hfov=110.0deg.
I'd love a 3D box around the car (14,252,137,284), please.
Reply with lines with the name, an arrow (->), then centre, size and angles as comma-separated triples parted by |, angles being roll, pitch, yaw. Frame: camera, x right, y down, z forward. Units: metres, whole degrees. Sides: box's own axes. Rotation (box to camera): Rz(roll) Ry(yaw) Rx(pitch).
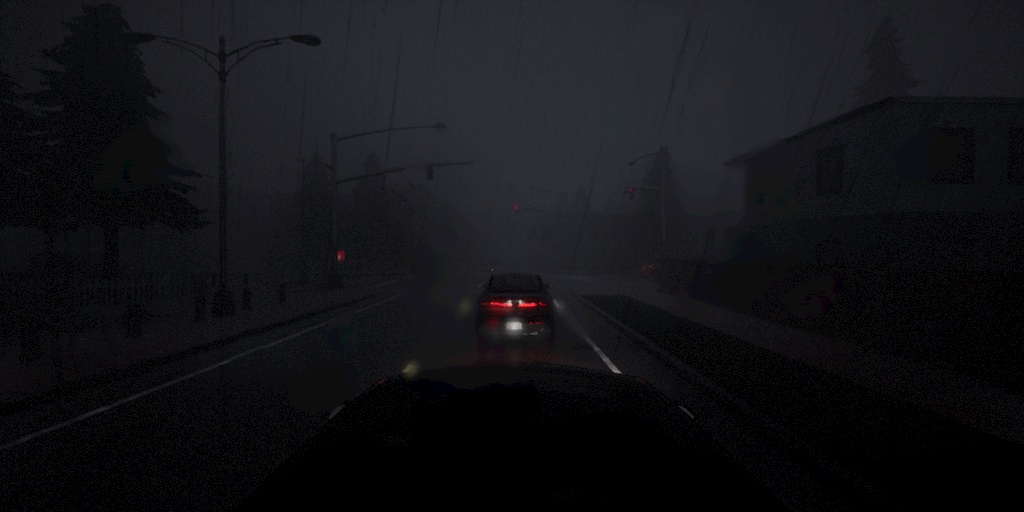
car -> -28.539, 0.747, 23.817 | 5.566, 2.045, 2.150 | 0, 1, -1

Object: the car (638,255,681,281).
car -> 11.553, 0.823, 25.818 | 4.553, 1.767, 2.097 | 0, 1, -5

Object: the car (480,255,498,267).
car -> -3.472, 0.736, 51.657 | 1.812, 1.442, 4.674 | 0, 1, 0

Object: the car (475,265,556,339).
car -> 0.092, 1.168, 9.725 | 1.837, 1.490, 4.892 | 0, 1, 0
